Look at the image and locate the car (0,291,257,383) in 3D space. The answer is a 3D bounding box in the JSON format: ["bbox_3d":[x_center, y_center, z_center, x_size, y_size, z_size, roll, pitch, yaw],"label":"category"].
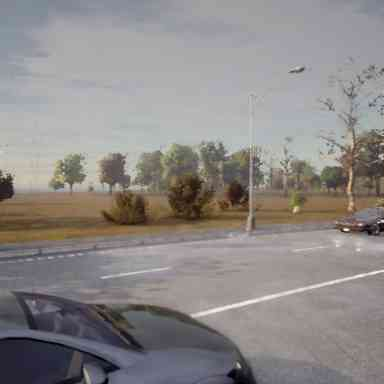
[{"bbox_3d":[-1.448,1.554,2.588,4.181,1.385,1.994,0,0,-35],"label":"car"}]

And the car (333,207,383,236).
[{"bbox_3d":[10.215,1.522,18.247,5.357,1.411,2.033,0,0,-28],"label":"car"}]
